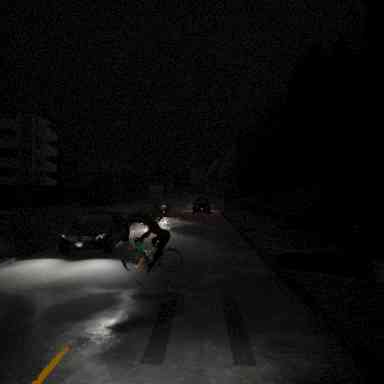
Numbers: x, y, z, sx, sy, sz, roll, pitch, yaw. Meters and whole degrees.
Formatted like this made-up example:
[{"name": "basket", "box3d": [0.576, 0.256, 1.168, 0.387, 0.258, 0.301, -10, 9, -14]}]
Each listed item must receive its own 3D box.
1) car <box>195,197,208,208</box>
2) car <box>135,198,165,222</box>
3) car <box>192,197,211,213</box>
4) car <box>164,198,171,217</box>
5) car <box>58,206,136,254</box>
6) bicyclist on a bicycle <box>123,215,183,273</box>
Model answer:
[{"name": "car", "box3d": [1.392, 1.505, 48.435, 1.837, 1.490, 4.892, 0, 0, 2]}, {"name": "car", "box3d": [-3.390, 1.477, 24.360, 1.882, 1.535, 5.008, 0, 0, 2]}, {"name": "car", "box3d": [1.057, 1.526, 36.191, 1.812, 1.442, 4.674, 0, 0, 1]}, {"name": "car", "box3d": [-3.234, 1.352, 31.730, 2.097, 1.767, 4.553, 0, 0, 2]}, {"name": "car", "box3d": [-3.761, 1.525, 13.603, 1.812, 1.442, 4.674, 0, 0, 2]}, {"name": "bicyclist on a bicycle", "box3d": [-1.097, 1.451, 9.161, 1.656, 1.620, 0.582, -2, 0, 2]}]
